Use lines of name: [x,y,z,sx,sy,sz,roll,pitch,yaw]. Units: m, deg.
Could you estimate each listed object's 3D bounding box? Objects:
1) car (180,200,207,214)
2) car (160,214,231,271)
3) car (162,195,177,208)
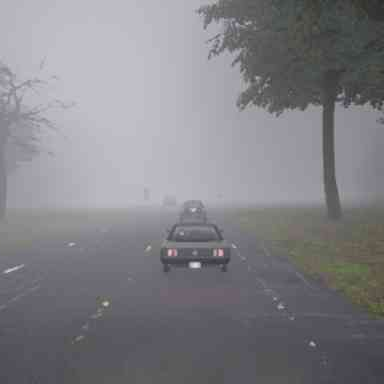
car: [0.086,1.439,27.270,2.097,1.767,4.553,0,0,0]
car: [0.091,1.626,10.907,1.895,1.301,4.718,0,0,0]
car: [-3.574,1.463,54.173,2.150,2.045,5.566,0,0,0]
